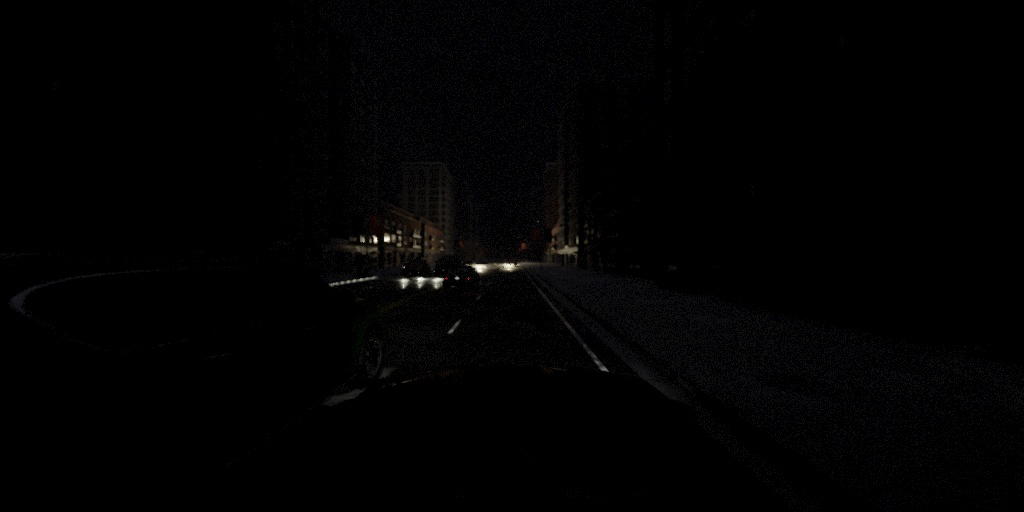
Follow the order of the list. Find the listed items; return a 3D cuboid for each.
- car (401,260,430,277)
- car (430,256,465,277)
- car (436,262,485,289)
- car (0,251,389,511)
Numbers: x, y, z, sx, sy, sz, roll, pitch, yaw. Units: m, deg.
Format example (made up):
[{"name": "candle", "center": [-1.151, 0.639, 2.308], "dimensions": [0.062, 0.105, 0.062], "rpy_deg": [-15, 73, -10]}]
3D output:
[{"name": "car", "center": [-9.841, 1.164, 36.907], "dimensions": [2.097, 1.767, 4.553], "rpy_deg": [0, 0, 0]}, {"name": "car", "center": [-6.593, 1.032, 37.197], "dimensions": [2.150, 2.045, 5.566], "rpy_deg": [0, 0, 0]}, {"name": "car", "center": [-3.165, 1.334, 23.178], "dimensions": [2.033, 1.411, 5.357], "rpy_deg": [0, 0, 0]}, {"name": "car", "center": [-3.191, 0.979, 3.745], "dimensions": [2.150, 2.045, 5.566], "rpy_deg": [0, 0, 1]}]
